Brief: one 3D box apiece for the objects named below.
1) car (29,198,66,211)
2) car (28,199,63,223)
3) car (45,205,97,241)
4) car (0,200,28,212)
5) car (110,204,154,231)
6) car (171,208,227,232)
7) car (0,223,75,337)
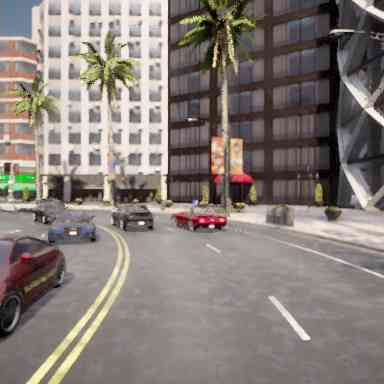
[{"bbox_3d":[-17.528,1.528,40.350,4.674,1.442,1.812,0,0,32],"label":"car"},{"bbox_3d":[-10.505,1.506,24.892,1.837,1.490,4.892,0,0,-37],"label":"car"},{"bbox_3d":[-5.726,1.565,16.124,1.994,1.385,4.181,0,0,-19],"label":"car"},{"bbox_3d":[-20.063,1.603,37.887,4.718,1.301,1.895,0,0,30],"label":"car"},{"bbox_3d":[-3.872,1.506,20.995,1.837,1.490,4.892,1,0,-25],"label":"car"},{"bbox_3d":[0.267,1.602,20.453,1.895,1.301,4.718,0,0,-22],"label":"car"},{"bbox_3d":[-3.917,1.565,6.416,1.994,1.385,4.181,0,0,-4],"label":"car"}]
